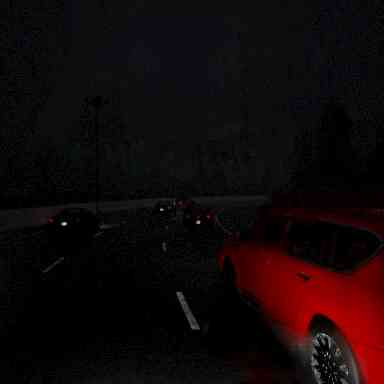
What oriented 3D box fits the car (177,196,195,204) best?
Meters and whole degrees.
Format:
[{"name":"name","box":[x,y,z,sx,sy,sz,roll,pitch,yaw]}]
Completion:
[{"name":"car","box":[-0.915,1.352,42.459,2.097,1.767,4.553,0,0,13]}]

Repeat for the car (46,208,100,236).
[{"name":"car","box":[-6.490,1.563,18.583,1.994,1.385,4.181,0,0,-3]}]

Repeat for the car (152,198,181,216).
[{"name":"car","box":[-2.566,1.564,32.299,1.994,1.385,4.181,0,0,5]}]

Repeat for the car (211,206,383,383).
[{"name":"car","box":[2.118,1.224,5.132,2.150,2.045,5.566,0,0,-12]}]

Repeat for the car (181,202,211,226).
[{"name":"car","box":[0.383,1.601,23.125,1.895,1.301,4.718,0,0,0]}]
